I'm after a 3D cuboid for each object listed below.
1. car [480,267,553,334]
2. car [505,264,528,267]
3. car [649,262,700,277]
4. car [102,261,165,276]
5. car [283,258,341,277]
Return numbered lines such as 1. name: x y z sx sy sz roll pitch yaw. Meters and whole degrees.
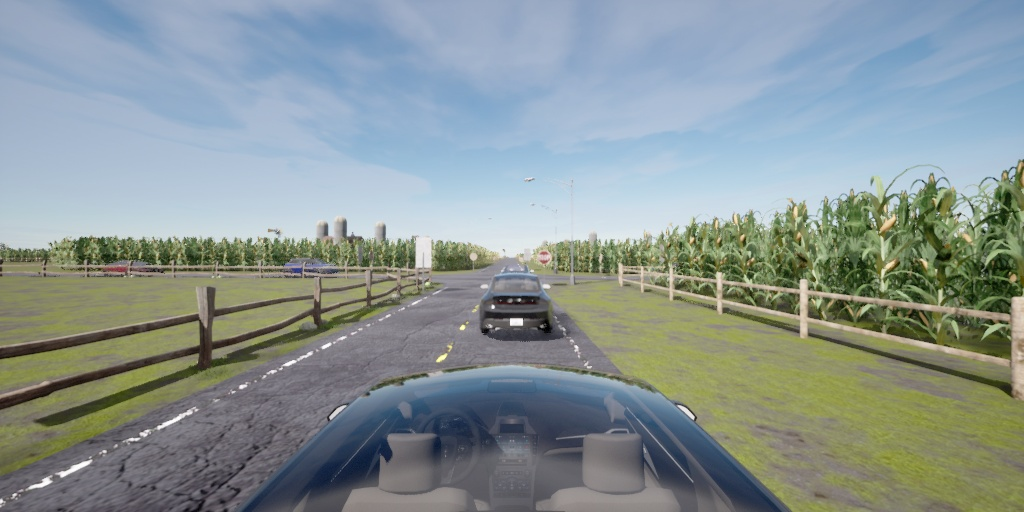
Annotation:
1. car: 0.105 1.259 10.647 1.837 1.490 4.892 0 0 0
2. car: 0.317 1.246 21.682 2.128 1.511 4.902 0 0 3
3. car: 15.909 1.359 34.839 5.008 1.535 1.882 0 -1 1
4. car: -34.168 1.120 32.431 4.181 1.385 1.994 0 -1 1
5. car: -17.886 0.994 32.255 4.553 1.767 2.097 0 -1 1
